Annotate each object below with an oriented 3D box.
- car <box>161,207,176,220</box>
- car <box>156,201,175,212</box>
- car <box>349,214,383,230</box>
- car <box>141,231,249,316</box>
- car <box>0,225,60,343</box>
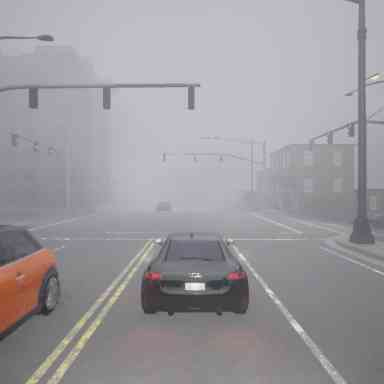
[{"bbox_3d":[-3.733,3.559,54.379,2.033,1.411,5.357,0,-12,0],"label":"car"},{"bbox_3d":[-3.711,2.017,44.584,1.837,1.490,4.892,0,-5,0],"label":"car"},{"bbox_3d":[15.786,2.564,27.761,4.892,1.490,1.837,9,0,0],"label":"car"},{"bbox_3d":[0.056,1.564,7.614,1.994,1.385,4.181,0,0,0],"label":"car"},{"bbox_3d":[-3.593,1.352,4.504,2.097,1.767,4.553,0,0,0],"label":"car"}]
